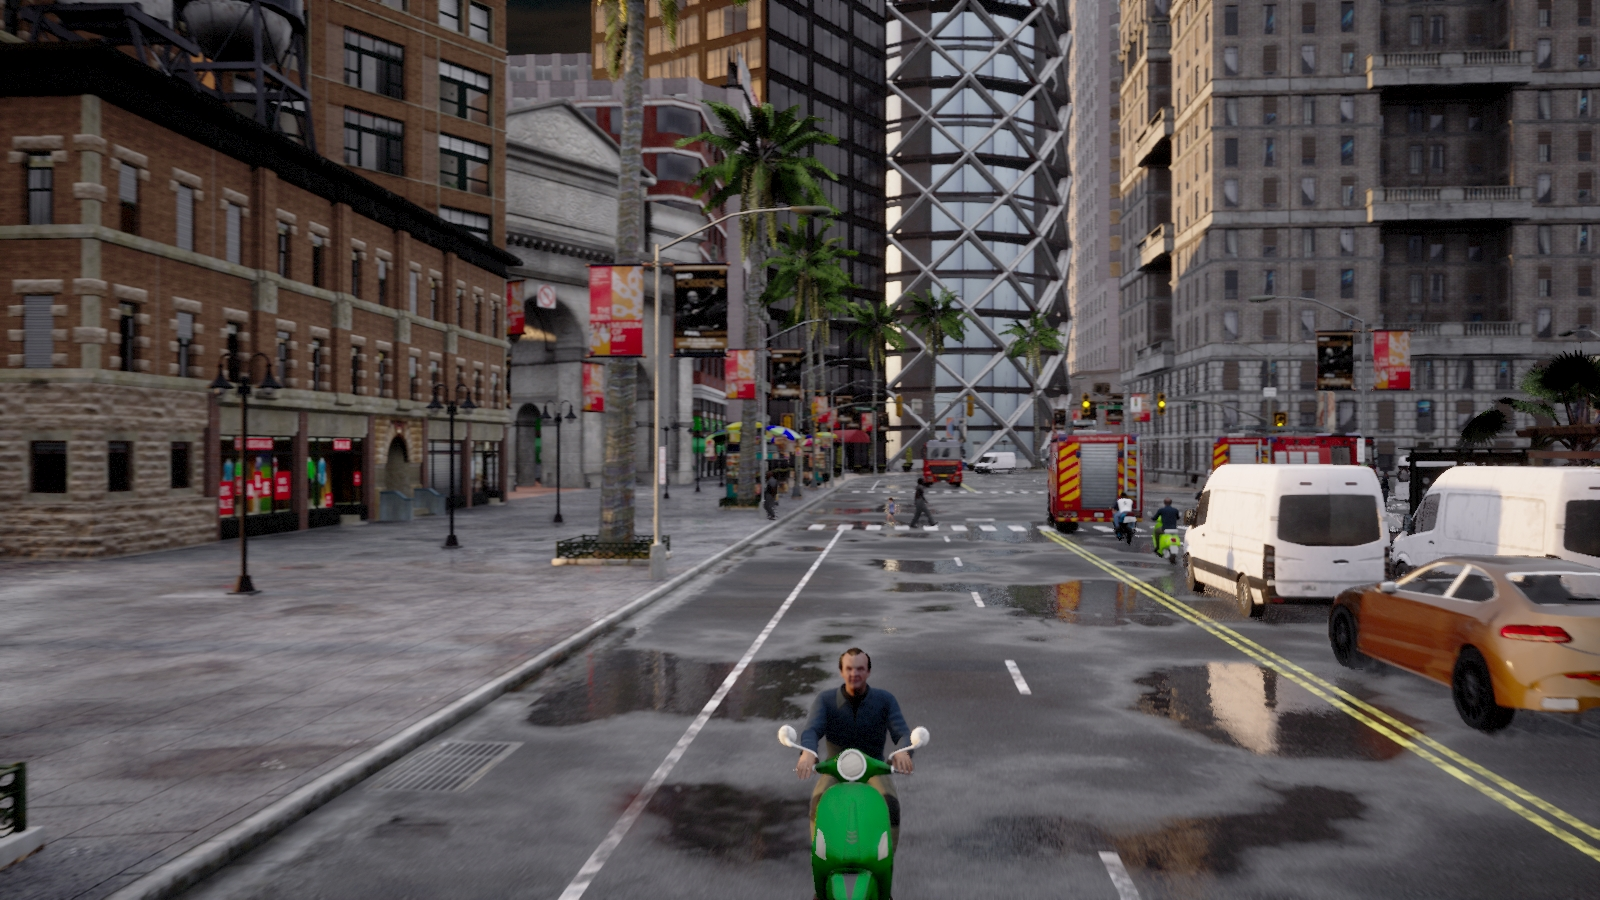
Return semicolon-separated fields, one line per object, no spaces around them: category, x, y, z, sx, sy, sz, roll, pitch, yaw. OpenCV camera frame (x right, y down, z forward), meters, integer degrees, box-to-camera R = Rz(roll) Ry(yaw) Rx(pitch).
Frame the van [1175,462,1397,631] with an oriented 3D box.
van;8.556;1.539;20.817;1.988;2.561;5.915;0;0;5

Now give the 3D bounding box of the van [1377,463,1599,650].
van;11.921;1.541;19.092;1.988;2.561;5.915;0;0;5

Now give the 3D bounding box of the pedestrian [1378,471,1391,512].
pedestrian;26.483;1.863;51.730;0.375;1.860;0.375;0;0;-27

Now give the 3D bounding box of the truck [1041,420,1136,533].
truck;10.630;0.896;42.848;2.891;3.827;8.468;0;0;10

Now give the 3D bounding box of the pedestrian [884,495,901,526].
pedestrian;3.384;2.231;41.919;0.500;1.100;0.500;0;0;-10

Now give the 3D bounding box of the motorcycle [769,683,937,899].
motorcycle;0.333;2.182;6.727;0.856;1.236;1.805;0;0;4

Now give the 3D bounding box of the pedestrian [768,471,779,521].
pedestrian;-0.977;1.709;42.812;0.375;1.860;0.375;0;0;5

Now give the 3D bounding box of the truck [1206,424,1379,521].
truck;21.229;0.902;48.995;8.468;3.827;2.891;0;0;-36

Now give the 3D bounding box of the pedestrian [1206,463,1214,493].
pedestrian;25.716;1.762;71.592;0.375;1.860;0.375;0;0;3

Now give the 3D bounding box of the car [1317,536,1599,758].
car;7.907;1.996;12.950;2.152;1.651;5.027;0;0;4

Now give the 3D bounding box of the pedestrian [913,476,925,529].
pedestrian;4.223;1.851;40.608;0.375;1.860;0.375;0;0;11
